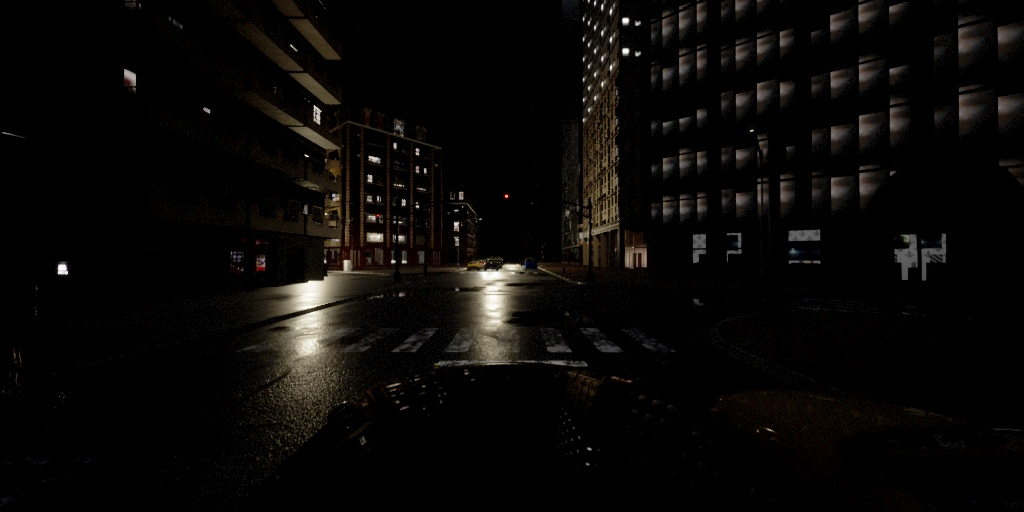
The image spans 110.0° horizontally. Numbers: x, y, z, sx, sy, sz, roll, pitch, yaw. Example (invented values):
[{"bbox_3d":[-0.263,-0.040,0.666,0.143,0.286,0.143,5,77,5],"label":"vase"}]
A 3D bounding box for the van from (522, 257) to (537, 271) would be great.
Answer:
[{"bbox_3d":[2.614,1.136,50.067,1.690,1.789,3.998,0,0,0],"label":"van"}]

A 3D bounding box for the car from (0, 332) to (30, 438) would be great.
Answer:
[{"bbox_3d":[-5.318,1.065,1.076,2.192,1.841,5.009,0,0,0],"label":"car"}]

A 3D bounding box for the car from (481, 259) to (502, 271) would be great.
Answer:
[{"bbox_3d":[-2.800,1.395,49.229,1.895,1.301,4.718,0,0,0],"label":"car"}]

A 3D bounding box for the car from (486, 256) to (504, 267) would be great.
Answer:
[{"bbox_3d":[-2.779,1.037,59.153,2.150,2.045,5.566,0,0,0],"label":"car"}]

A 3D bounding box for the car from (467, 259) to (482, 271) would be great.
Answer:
[{"bbox_3d":[-5.267,1.321,49.906,1.751,1.417,4.829,0,0,0],"label":"car"}]

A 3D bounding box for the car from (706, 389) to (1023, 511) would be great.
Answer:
[{"bbox_3d":[2.563,1.275,1.244,1.751,1.417,4.829,0,0,0],"label":"car"}]
